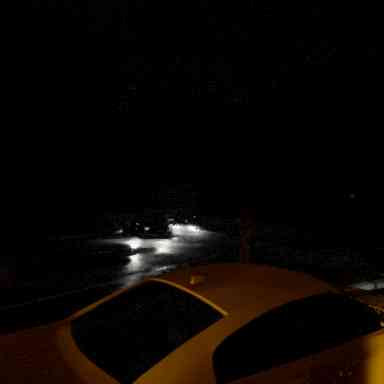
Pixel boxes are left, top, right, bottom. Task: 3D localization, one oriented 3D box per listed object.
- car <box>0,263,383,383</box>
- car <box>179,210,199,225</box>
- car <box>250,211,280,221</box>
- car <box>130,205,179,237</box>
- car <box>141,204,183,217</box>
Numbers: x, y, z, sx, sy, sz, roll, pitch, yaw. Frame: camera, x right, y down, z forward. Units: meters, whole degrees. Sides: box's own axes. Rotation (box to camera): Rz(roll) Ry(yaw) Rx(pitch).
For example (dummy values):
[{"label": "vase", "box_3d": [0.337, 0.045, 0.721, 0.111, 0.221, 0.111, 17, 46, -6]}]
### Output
[{"label": "car", "box_3d": [0.730, 1.500, 3.348, 5.008, 1.535, 1.882, 1, -1, -34]}, {"label": "car", "box_3d": [-0.370, 2.277, 30.999, 1.895, 1.301, 4.718, 3, -2, 3]}, {"label": "car", "box_3d": [10.177, 3.287, 46.322, 4.181, 1.385, 1.994, 4, -2, -23]}, {"label": "car", "box_3d": [-2.105, 1.688, 19.153, 1.837, 1.490, 4.892, 5, -2, 3]}, {"label": "car", "box_3d": [-4.025, 2.518, 44.869, 5.357, 1.411, 2.033, 3, -2, -4]}]
